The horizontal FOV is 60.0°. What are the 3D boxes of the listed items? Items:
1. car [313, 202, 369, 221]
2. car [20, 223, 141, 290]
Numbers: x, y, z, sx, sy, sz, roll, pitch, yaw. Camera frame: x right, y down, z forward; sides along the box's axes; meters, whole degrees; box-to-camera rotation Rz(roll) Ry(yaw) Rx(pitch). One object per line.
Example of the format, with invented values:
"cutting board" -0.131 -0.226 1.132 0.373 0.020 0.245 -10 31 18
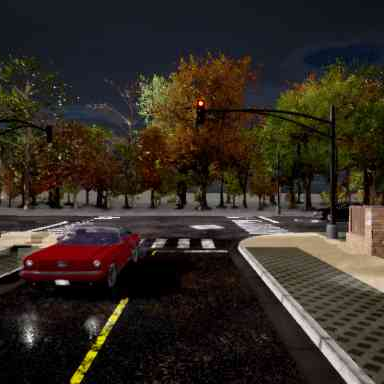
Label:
"car" 12.148 1.556 26.402 4.892 1.490 1.837 0 0 0
"car" -2.719 1.601 9.227 1.895 1.301 4.718 0 0 1
